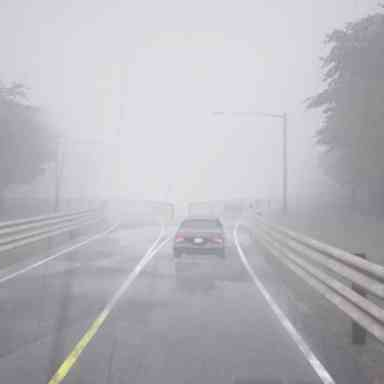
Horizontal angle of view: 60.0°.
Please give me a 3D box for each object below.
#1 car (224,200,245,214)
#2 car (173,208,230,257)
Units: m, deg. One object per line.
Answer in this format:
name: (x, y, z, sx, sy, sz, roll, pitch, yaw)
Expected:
car: (4.733, 1.590, 36.681, 1.882, 1.535, 5.008, 0, 0, 16)
car: (0.385, 1.591, 13.065, 2.033, 1.411, 5.357, 0, 0, 4)
